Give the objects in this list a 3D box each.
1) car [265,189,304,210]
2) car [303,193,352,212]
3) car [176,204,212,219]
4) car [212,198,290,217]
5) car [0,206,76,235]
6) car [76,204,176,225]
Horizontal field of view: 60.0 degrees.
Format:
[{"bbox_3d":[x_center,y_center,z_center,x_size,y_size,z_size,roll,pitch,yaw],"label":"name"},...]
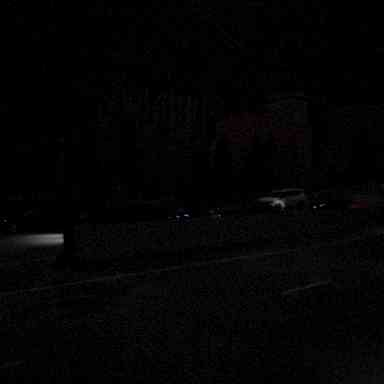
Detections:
[{"bbox_3d":[8.468,0.802,31.459,5.566,2.045,2.150,-4,2,-35],"label":"car"},{"bbox_3d":[12.560,0.904,30.056,4.892,1.490,1.837,-5,3,-35],"label":"car"},{"bbox_3d":[-0.882,1.582,24.842,5.357,1.411,2.033,-1,1,-36],"label":"car"},{"bbox_3d":[4.392,1.483,24.274,5.357,1.411,2.033,-2,1,-35],"label":"car"},{"bbox_3d":[-8.695,1.569,19.301,4.674,1.442,1.812,0,0,-34],"label":"car"},{"bbox_3d":[-3.592,1.556,18.601,4.892,1.490,1.837,0,0,-36],"label":"car"}]
